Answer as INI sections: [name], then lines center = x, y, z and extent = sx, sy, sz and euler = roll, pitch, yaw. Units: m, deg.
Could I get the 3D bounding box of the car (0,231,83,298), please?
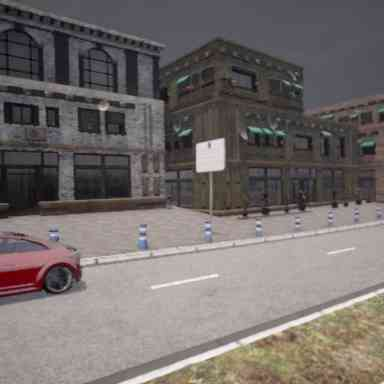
[car]
center = -4.582, 1.576, 7.200
extent = 4.181, 1.385, 1.994
euler = 0, 0, -36
